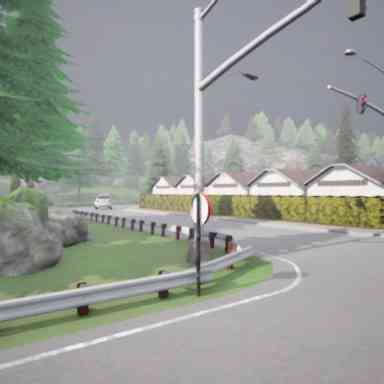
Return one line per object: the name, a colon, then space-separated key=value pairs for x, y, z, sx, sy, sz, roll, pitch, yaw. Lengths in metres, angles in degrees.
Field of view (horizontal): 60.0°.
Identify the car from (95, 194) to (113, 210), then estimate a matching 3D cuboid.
car: x=-12.217 y=1.339 z=46.231 sx=2.150 sy=2.045 sz=5.566 roll=0 pitch=1 yaw=-14
